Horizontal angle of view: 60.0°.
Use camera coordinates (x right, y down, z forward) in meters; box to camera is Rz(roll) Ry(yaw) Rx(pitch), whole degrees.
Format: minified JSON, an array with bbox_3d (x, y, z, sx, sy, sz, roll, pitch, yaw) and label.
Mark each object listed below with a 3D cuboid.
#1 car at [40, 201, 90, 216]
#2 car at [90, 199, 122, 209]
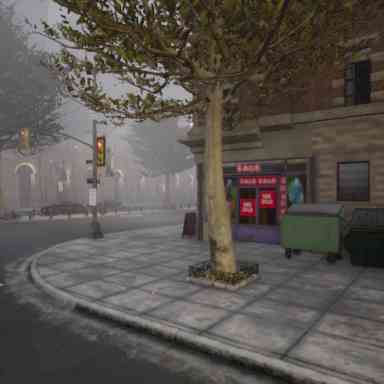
[{"bbox_3d":[-12.697,1.574,32.877,1.994,1.385,4.181,0,0,36],"label":"car"},{"bbox_3d":[-11.936,1.607,45.164,1.895,1.301,4.718,0,0,36],"label":"car"}]
